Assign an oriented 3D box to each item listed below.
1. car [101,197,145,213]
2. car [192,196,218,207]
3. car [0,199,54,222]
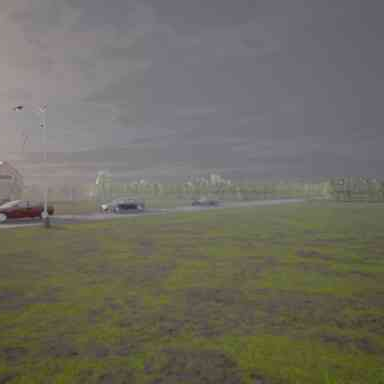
[{"bbox_3d":[-6.866,1.273,33.515,2.128,1.511,4.902,0,0,37],"label":"car"},{"bbox_3d":[1.757,1.218,45.062,1.994,1.385,4.181,0,0,37],"label":"car"},{"bbox_3d":[-13.056,1.353,25.209,1.882,1.535,5.008,0,0,37],"label":"car"}]
